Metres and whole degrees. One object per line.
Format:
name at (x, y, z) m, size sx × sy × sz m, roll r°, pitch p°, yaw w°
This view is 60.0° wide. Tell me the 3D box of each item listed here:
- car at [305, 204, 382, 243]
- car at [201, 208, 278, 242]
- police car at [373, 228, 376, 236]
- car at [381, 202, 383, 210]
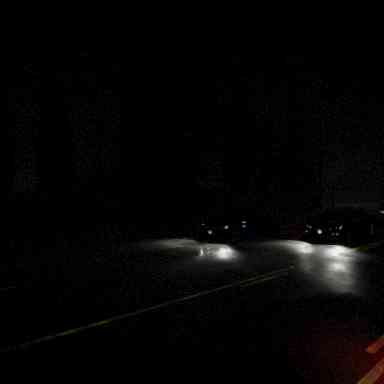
car at (7.389, 1.502, 16.333) m, size 4.892 × 1.490 × 1.837 m, roll 0°, pitch 0°, yaw -43°
car at (2.505, 1.526, 16.540) m, size 4.674 × 1.442 × 1.812 m, roll 0°, pitch 0°, yaw -43°
police car at (5.439, 1.423, 6.247) m, size 5.238 × 1.638 × 1.930 m, roll 0°, pitch 0°, yaw -43°
car at (28.459, 2.104, 48.570) m, size 2.033 × 1.411 × 5.357 m, roll 0°, pitch -2°, yaw 28°
